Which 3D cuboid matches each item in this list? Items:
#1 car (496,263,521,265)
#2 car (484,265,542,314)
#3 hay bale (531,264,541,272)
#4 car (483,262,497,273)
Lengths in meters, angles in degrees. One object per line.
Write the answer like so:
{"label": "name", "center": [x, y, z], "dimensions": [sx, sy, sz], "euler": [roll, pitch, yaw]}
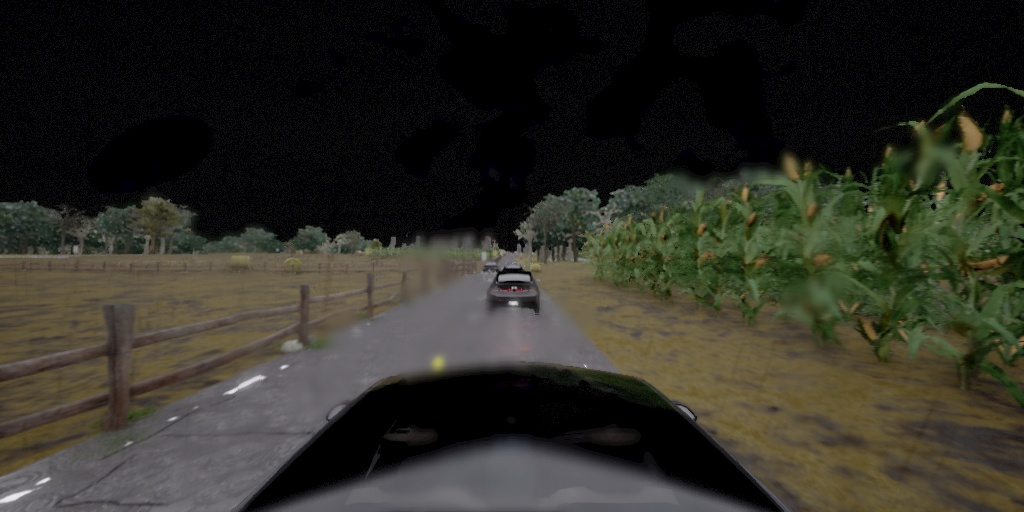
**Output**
{"label": "car", "center": [0.089, 1.332, 29.201], "dimensions": [2.128, 1.511, 4.902], "euler": [0, 0, 0]}
{"label": "car", "center": [0.087, 1.284, 13.885], "dimensions": [1.837, 1.490, 4.892], "euler": [0, 0, 0]}
{"label": "hay bale", "center": [3.130, 1.572, 47.348], "dimensions": [1.220, 1.180, 1.240], "euler": [0, 0, 0]}
{"label": "car", "center": [-2.645, 1.465, 47.084], "dimensions": [2.033, 1.411, 5.357], "euler": [0, 0, 3]}
